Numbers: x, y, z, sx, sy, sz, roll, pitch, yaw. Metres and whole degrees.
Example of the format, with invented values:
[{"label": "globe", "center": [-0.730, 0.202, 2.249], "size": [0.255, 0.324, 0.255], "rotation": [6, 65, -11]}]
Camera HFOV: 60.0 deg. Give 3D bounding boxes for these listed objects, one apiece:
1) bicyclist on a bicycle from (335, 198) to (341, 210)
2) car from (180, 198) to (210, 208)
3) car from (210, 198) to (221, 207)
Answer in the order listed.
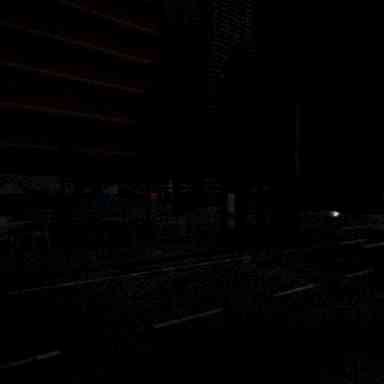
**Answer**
[{"label": "bicyclist on a bicycle", "center": [20.174, 1.638, 45.916], "size": [1.656, 1.620, 0.582], "rotation": [0, 0, -36]}, {"label": "car", "center": [0.130, 1.824, 55.153], "size": [2.033, 1.411, 5.357], "rotation": [0, 0, -36]}, {"label": "car", "center": [2.972, 1.790, 57.196], "size": [2.128, 1.511, 4.902], "rotation": [0, 0, -36]}]
